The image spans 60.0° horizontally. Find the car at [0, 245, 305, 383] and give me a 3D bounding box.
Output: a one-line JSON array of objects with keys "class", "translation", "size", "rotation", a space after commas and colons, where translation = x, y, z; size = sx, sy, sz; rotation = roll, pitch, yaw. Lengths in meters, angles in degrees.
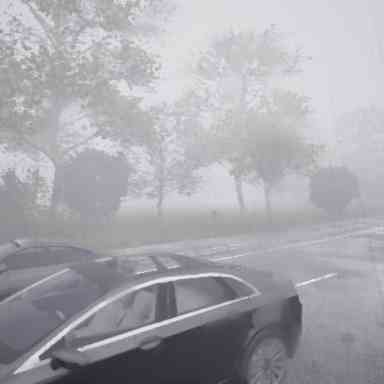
[{"class": "car", "translation": [-0.832, 1.501, 3.522], "size": [4.902, 1.511, 2.128], "rotation": [0, 0, -36]}]

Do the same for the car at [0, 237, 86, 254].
[{"class": "car", "translation": [-3.163, 1.583, 6.164], "size": [4.181, 1.385, 1.994], "rotation": [0, 0, -37]}]
